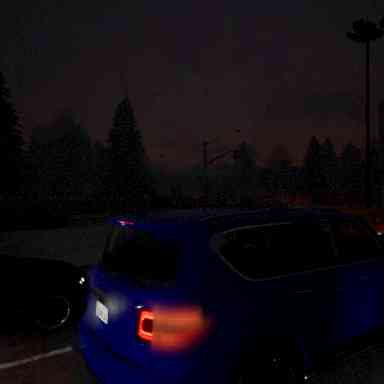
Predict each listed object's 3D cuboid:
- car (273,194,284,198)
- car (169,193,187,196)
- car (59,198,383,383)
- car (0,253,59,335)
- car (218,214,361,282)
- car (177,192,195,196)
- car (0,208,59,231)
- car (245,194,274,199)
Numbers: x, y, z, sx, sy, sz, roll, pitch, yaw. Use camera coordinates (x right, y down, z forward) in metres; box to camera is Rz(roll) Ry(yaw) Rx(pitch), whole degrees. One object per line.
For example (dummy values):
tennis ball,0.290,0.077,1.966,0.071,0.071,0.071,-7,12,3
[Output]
car,11.116,1.105,44.097,2.097,1.767,4.553,-1,0,-37
car,-3.370,1.305,58.400,1.812,1.442,4.674,-1,0,-35
car,1.342,1.205,4.685,5.566,2.045,2.150,-1,0,-35
car,-3.782,1.564,5.339,4.181,1.385,1.994,0,0,-36
car,3.063,1.513,10.201,4.181,1.385,1.994,-1,0,-34
car,-0.924,0.978,61.005,2.150,2.045,5.566,-1,0,-35
car,-9.473,1.589,18.725,4.718,1.301,1.895,-1,0,-35
car,7.862,1.345,42.240,1.994,1.385,4.181,0,0,-32
